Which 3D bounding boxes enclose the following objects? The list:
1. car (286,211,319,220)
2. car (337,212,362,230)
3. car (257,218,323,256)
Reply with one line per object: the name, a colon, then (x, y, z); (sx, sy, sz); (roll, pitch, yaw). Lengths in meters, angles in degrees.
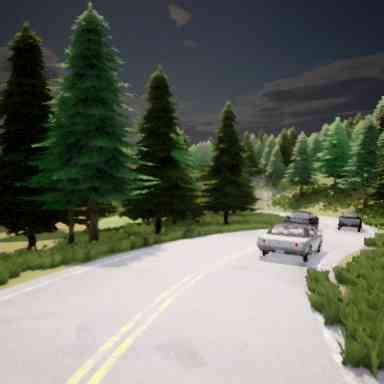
car: (8.613, 2.256, 26.084); (1.882, 1.535, 5.008); (3, -1, 32)
car: (14.262, 2.592, 30.152); (2.128, 1.511, 4.902); (2, -1, 25)
car: (4.425, 2.040, 14.422); (1.895, 1.301, 4.718); (3, -1, 30)
